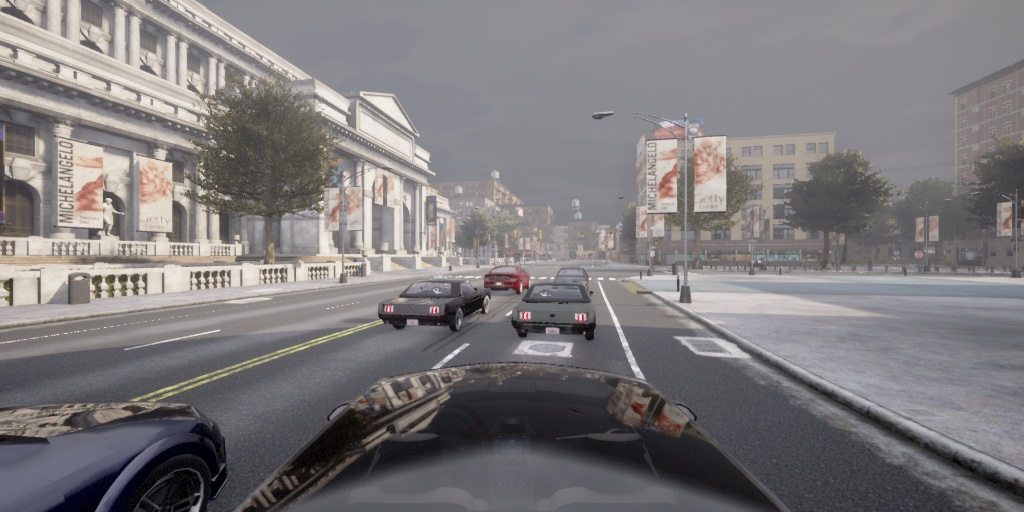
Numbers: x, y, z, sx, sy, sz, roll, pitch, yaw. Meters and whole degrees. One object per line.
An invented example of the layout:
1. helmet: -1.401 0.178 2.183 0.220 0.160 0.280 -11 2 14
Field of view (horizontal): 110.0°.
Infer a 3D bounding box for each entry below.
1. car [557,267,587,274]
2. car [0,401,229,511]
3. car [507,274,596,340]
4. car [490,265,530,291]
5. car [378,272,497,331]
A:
1. car: 3.242 1.297 19.373 2.033 1.411 5.357 0 0 12
2. car: -3.158 1.314 1.037 1.994 1.385 4.181 0 0 -2
3. car: 1.316 1.351 10.020 1.895 1.301 4.718 0 0 11
4. car: -0.152 1.228 20.181 1.882 1.535 5.008 0 0 12
5. car: -2.029 1.351 11.027 1.895 1.301 4.718 0 0 11
